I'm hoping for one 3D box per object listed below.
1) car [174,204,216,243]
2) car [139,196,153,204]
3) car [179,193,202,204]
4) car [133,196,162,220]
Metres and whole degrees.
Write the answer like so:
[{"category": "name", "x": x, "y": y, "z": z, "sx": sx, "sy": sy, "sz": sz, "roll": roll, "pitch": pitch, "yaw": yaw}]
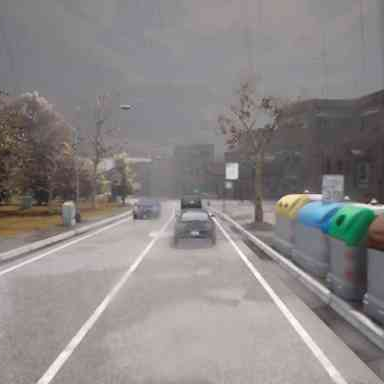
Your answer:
[{"category": "car", "x": 0.124, "y": 1.498, "z": 15.726, "sx": 1.812, "sy": 1.442, "sz": 4.674, "roll": 0, "pitch": 0, "yaw": 0}, {"category": "car", "x": -9.372, "y": 1.525, "z": 67.822, "sx": 2.033, "sy": 1.411, "sz": 5.357, "roll": -2, "pitch": 0, "yaw": -16}, {"category": "car", "x": -0.178, "y": 1.148, "z": 35.751, "sx": 2.150, "sy": 2.045, "sz": 5.566, "roll": 0, "pitch": 0, "yaw": -3}, {"category": "car", "x": -3.649, "y": 1.302, "z": 27.855, "sx": 2.097, "sy": 1.767, "sz": 4.553, "roll": 0, "pitch": 0, "yaw": -1}]
